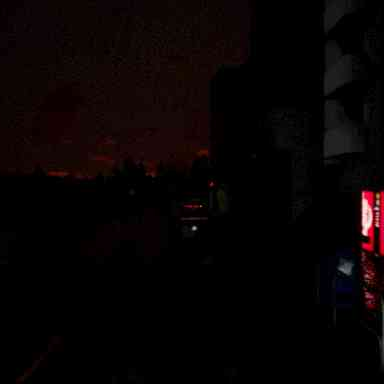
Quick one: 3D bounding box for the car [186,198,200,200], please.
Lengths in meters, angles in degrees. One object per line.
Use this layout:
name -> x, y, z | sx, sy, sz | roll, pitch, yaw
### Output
car -> 0.098, 1.320, 29.261 | 1.837, 1.490, 4.892 | 0, 0, 0

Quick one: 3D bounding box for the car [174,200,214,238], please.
car -> 0.098, 1.382, 17.027 | 2.128, 1.511, 4.902 | 0, 0, 0
